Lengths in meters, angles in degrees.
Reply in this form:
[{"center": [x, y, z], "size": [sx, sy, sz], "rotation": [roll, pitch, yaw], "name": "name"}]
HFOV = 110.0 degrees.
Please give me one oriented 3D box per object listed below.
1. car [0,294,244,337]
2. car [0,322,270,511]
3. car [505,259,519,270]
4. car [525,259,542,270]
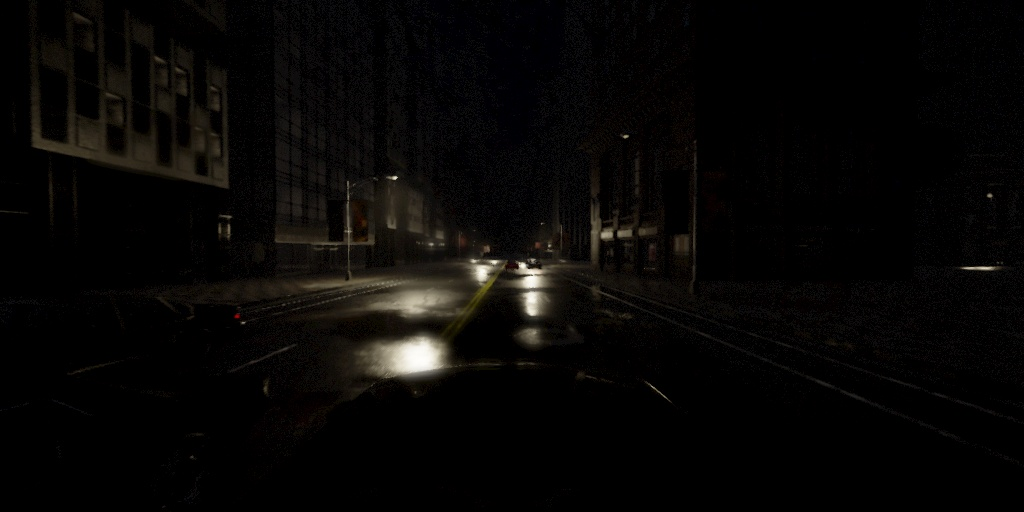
[{"center": [-6.581, 1.298, 5.199], "size": [2.033, 1.411, 5.357], "rotation": [0, 0, 0], "name": "car"}, {"center": [-3.343, 1.351, 1.327], "size": [1.895, 1.301, 4.718], "rotation": [0, 0, 0], "name": "car"}, {"center": [-0.005, 1.282, 52.211], "size": [1.994, 1.385, 4.181], "rotation": [0, 0, 0], "name": "car"}, {"center": [3.246, 1.211, 51.475], "size": [2.128, 1.511, 4.902], "rotation": [0, 0, 0], "name": "car"}]
